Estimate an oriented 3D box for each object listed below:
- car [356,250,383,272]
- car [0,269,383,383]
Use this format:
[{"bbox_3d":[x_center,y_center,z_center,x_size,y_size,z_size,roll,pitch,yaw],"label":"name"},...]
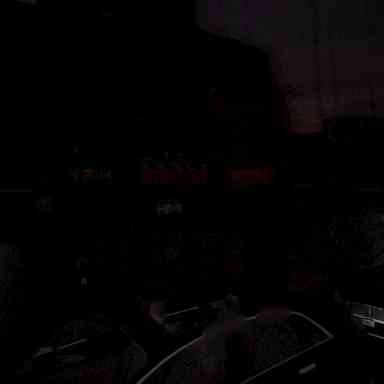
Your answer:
[{"bbox_3d":[4.188,1.549,5.817,4.403,1.369,2.008,0,-2,-35],"label":"car"},{"bbox_3d":[-0.251,1.550,2.656,4.403,1.369,2.008,0,-2,-35],"label":"car"}]
